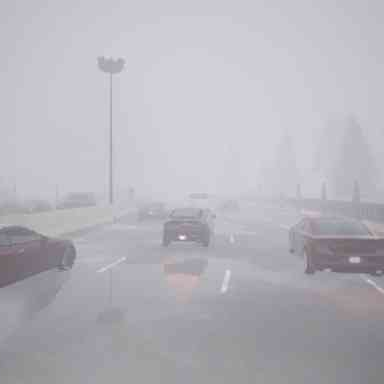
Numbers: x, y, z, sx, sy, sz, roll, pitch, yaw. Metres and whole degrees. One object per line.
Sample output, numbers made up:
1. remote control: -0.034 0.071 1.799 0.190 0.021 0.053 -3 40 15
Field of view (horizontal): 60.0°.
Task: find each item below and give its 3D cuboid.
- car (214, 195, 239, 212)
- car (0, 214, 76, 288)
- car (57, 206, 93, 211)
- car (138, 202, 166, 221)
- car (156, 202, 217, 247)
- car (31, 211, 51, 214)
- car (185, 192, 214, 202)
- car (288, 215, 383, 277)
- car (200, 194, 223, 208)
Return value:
1. car: 3.788 1.334 35.869 1.837 1.490 4.892 0 0 -5
2. car: -4.616 1.480 7.871 1.812 1.442 4.674 0 0 11
3. car: -10.012 1.065 29.209 2.150 2.045 5.566 0 0 -2
4. car: -2.881 1.434 25.664 1.994 1.385 4.181 0 0 1
5. car: -0.056 1.431 14.798 1.837 1.490 4.892 0 0 7
6. car: -13.522 1.369 28.421 1.812 1.442 4.674 0 0 -1
7. car: 0.524 1.059 32.866 2.150 2.045 5.566 0 0 -3
8. car: 4.193 1.433 10.259 1.882 1.535 5.008 0 0 9
9. car: 2.660 1.132 45.780 2.097 1.767 4.553 0 0 -11
